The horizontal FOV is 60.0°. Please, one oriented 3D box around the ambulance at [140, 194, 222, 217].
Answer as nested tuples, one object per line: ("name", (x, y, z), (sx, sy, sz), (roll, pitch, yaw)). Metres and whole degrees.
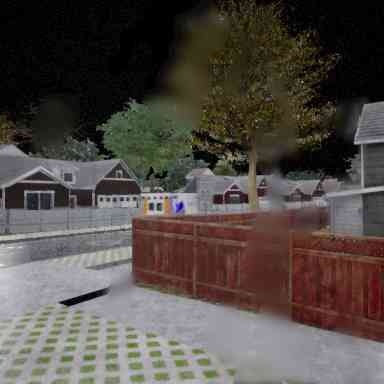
("ambulance", (-0.365, 1.368, 20.643), (2.351, 2.431, 6.366), (-1, -2, 35))
